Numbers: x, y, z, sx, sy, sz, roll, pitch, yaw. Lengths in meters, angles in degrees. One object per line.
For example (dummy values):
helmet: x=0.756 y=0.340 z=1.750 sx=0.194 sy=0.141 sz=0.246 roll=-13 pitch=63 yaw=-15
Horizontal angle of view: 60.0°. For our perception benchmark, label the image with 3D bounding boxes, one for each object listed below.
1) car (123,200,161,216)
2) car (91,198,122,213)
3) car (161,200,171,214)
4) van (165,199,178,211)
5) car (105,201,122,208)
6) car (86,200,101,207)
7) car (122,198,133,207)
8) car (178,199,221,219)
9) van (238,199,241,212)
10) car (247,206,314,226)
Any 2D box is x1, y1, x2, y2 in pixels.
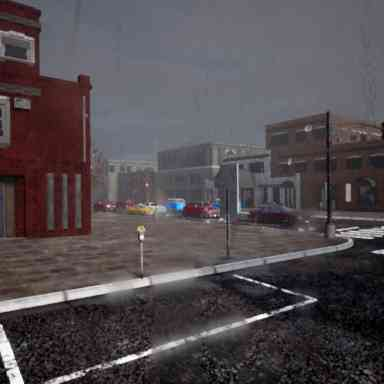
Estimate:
car: x=-5.930 y=2.046 z=39.241 sx=1.752 sy=1.417 sz=4.829 roll=-2 pitch=0 yaw=-36
car: x=-12.708 y=2.000 z=48.521 sx=2.192 sy=1.841 sz=5.009 roll=-2 pitch=0 yaw=-36
car: x=-4.969 y=2.050 z=42.295 sx=1.812 sy=1.442 sz=4.674 roll=-1 pitch=0 yaw=-36
van: x=-2.604 y=1.867 z=48.835 sx=1.690 sy=1.788 sz=3.998 roll=-2 pitch=0 yaw=-36
car: x=-15.941 y=2.431 z=67.122 sx=1.802 sy=1.307 sz=4.206 roll=-2 pitch=0 yaw=-36
car: x=-22.614 y=2.593 z=76.266 sx=1.802 sy=1.307 sz=4.206 roll=-2 pitch=0 yaw=-36
car: x=-12.613 y=2.083 z=62.551 sx=2.192 sy=1.841 sz=5.009 roll=-2 pitch=0 yaw=-36
car: x=0.934 y=1.733 z=34.189 sx=2.097 sy=1.767 sz=4.553 roll=-1 pitch=0 yaw=-36
van: x=4.068 y=1.706 z=39.693 sx=1.690 sy=1.788 sz=3.998 roll=-2 pitch=0 yaw=-36
car: x=6.781 y=1.788 z=26.177 sx=2.033 sy=1.411 sz=5.357 roll=-1 pitch=0 yaw=-36
